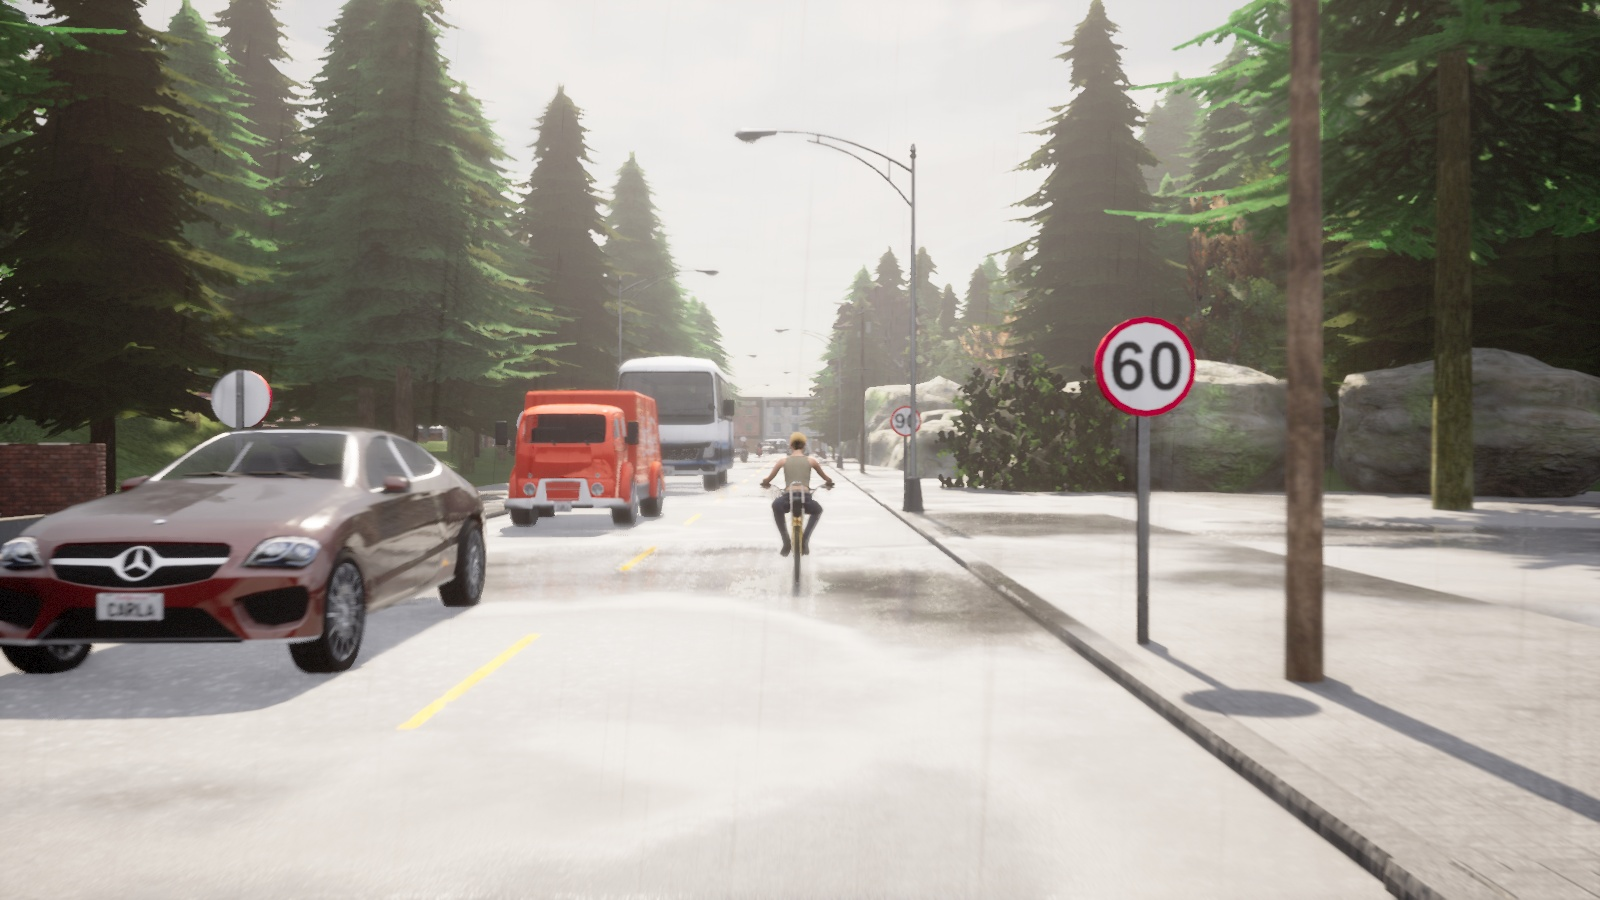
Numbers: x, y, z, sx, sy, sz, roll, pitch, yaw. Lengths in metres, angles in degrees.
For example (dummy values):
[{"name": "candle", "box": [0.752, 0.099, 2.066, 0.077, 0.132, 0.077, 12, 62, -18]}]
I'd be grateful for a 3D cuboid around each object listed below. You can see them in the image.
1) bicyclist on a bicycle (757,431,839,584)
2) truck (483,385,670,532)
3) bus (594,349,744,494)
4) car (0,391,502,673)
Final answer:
[{"name": "bicyclist on a bicycle", "box": [-0.021, 0.604, 13.969, 0.866, 1.612, 1.509, 0, 0, 0]}, {"name": "truck", "box": [-4.038, 0.120, 23.796, 2.627, 2.467, 5.204, 0, 1, 0]}, {"name": "bus", "box": [-4.071, -0.870, 41.966, 3.944, 4.253, 10.273, 0, 0, 0]}, {"name": "car", "box": [-4.008, 0.467, 9.854, 2.152, 1.651, 5.027, 0, 0, 0]}]
